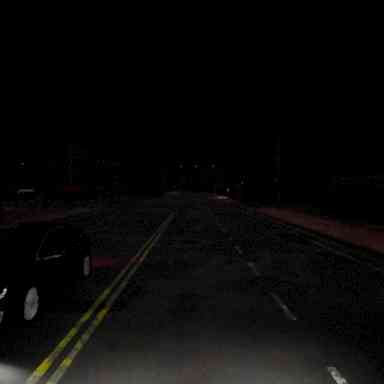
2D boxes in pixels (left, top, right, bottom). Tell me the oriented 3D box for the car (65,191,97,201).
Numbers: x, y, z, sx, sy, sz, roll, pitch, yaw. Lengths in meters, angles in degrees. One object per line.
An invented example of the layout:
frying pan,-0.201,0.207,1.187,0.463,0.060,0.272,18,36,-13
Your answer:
car,-21.463,0.712,64.586,4.605,1.855,1.932,0,0,0

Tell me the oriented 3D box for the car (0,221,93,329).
car,-3.563,1.455,7.013,1.837,1.490,4.892,0,1,0

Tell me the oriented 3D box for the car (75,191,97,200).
car,-21.407,0.695,67.480,3.866,1.878,1.905,0,0,0

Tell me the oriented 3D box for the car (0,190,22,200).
car,-38.872,0.916,70.200,3.806,1.475,1.970,0,0,0

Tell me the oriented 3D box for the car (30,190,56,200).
car,-38.949,0.558,87.096,4.605,1.855,1.932,0,0,0

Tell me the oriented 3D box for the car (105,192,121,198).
car,-21.416,0.781,90.000,3.806,1.475,1.970,0,0,0

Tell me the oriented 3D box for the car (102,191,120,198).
car,-21.429,0.561,87.103,3.866,1.878,1.905,0,0,0
